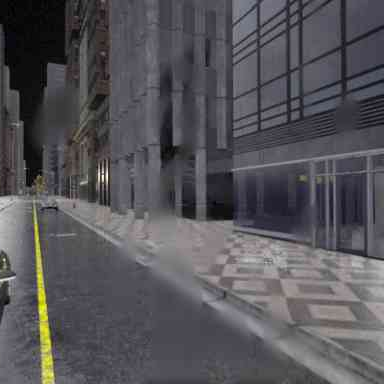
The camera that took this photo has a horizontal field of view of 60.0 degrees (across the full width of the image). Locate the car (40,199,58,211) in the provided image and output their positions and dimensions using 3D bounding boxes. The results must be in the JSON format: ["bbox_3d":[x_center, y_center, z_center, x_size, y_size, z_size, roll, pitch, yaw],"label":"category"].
[{"bbox_3d":[-17.366,1.554,40.459,2.033,1.411,5.357,0,0,-26],"label":"car"}]

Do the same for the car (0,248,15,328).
[{"bbox_3d":[-3.883,1.507,5.030,1.837,1.490,4.892,0,0,-26],"label":"car"}]
